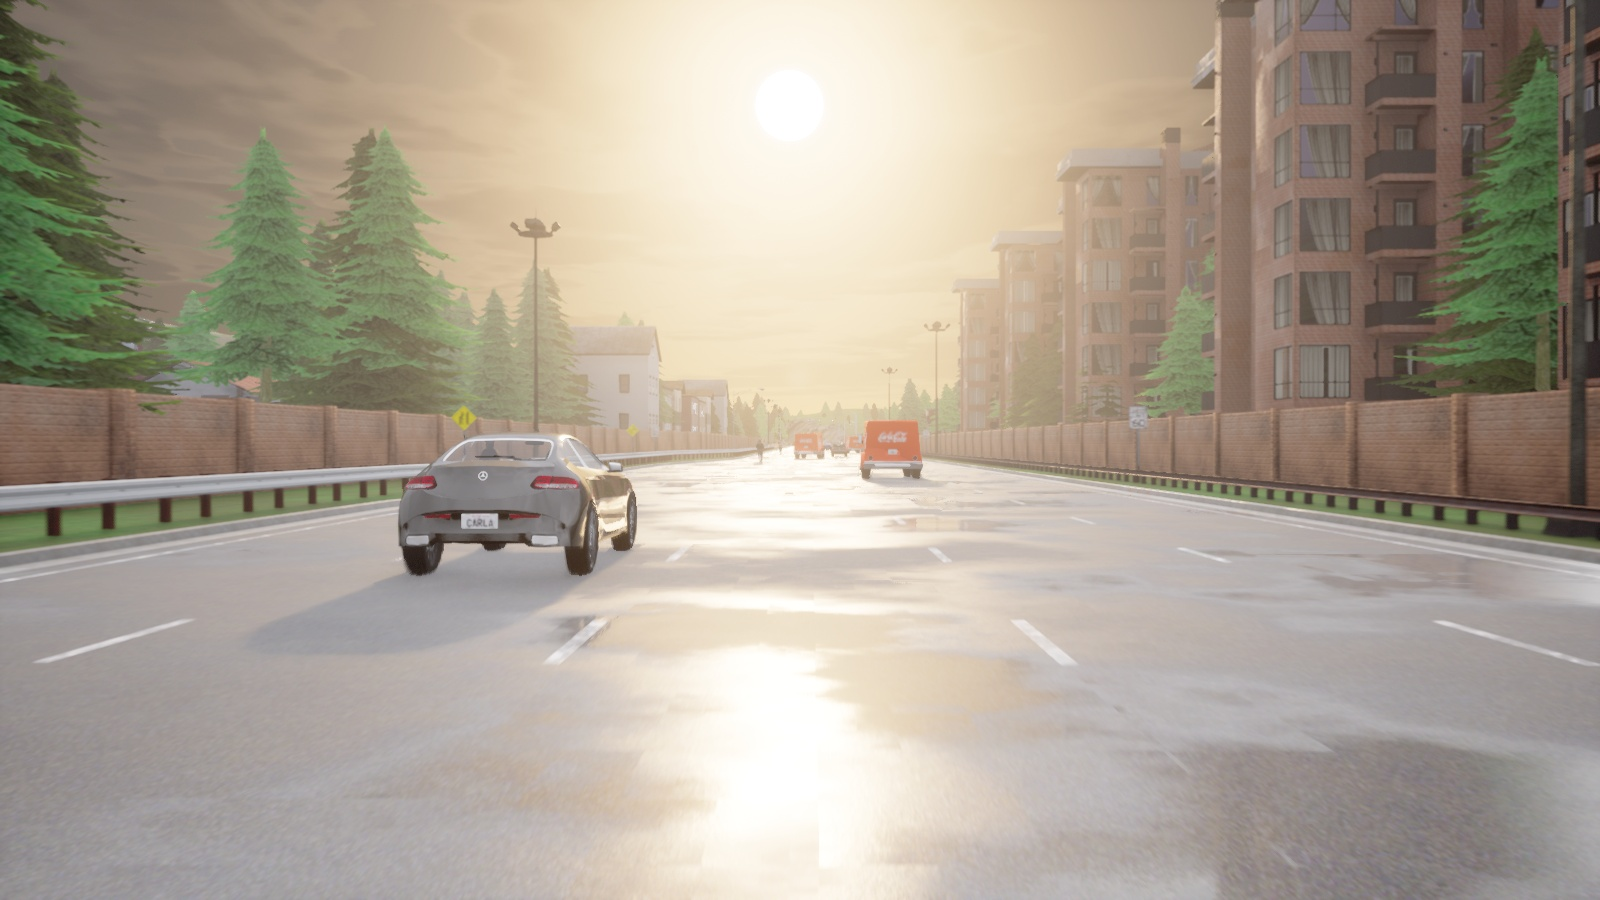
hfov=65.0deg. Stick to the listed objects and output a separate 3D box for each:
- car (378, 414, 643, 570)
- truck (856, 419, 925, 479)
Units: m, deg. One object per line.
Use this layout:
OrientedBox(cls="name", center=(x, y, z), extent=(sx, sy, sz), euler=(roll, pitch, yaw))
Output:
OrientedBox(cls="car", center=(-3.394, 0.432, 15.865), extent=(2.152, 1.651, 5.027), euler=(0, 0, 0))
OrientedBox(cls="truck", center=(3.823, -0.044, 54.029), extent=(2.627, 2.467, 5.204), euler=(0, 0, 0))
